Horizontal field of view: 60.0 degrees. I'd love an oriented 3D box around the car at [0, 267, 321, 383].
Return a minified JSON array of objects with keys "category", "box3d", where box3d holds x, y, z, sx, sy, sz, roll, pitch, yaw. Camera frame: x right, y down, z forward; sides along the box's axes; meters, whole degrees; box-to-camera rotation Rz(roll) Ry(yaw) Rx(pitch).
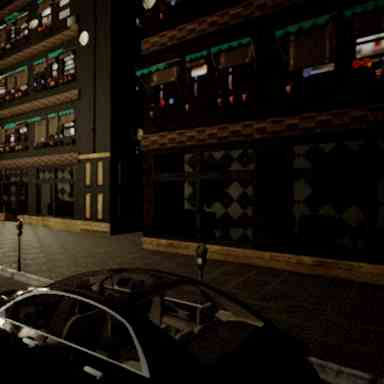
[{"category":"car","box3d":[-0.965,1.523,3.592,4.403,1.369,2.008,1,0,36]}]
